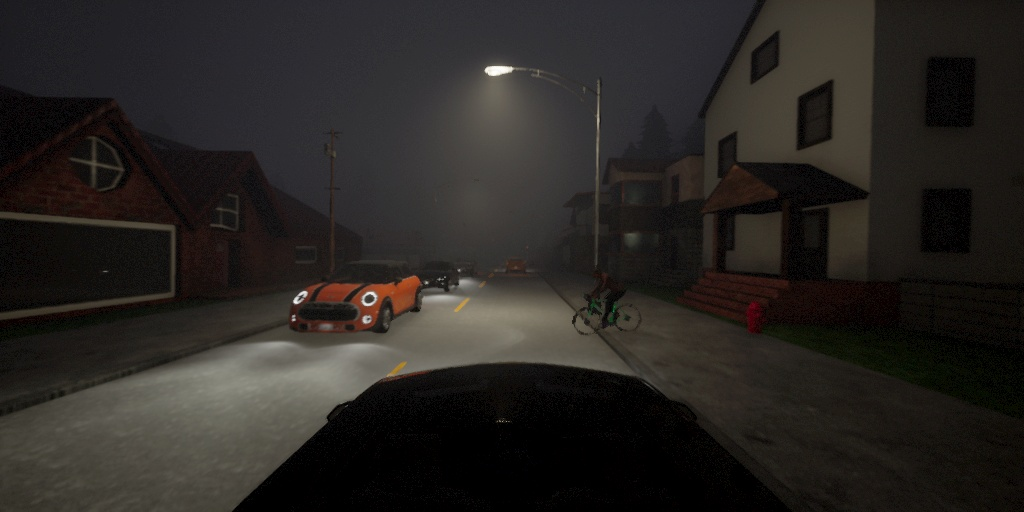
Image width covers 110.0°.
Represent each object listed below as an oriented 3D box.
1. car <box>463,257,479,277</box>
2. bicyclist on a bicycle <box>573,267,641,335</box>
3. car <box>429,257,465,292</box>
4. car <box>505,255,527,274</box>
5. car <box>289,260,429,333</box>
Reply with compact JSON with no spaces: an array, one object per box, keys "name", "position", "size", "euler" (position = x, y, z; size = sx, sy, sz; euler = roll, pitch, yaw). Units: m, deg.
[{"name":"car","position":[-3.842,0.840,29.286],"size":[2.128,1.511,4.902],"euler":[1,1,1]},{"name":"bicyclist on a bicycle","position":[2.244,1.073,8.595],"size":[1.656,1.620,0.582],"euler":[-5,1,1]},{"name":"car","position":[-3.946,0.976,19.111],"size":[1.837,1.490,4.892],"euler":[1,1,0]},{"name":"car","position":[0.367,0.836,34.222],"size":[1.882,1.535,5.008],"euler":[1,1,0]},{"name":"car","position":[-4.020,0.932,10.043],"size":[2.097,1.767,4.553],"euler":[1,1,0]}]
